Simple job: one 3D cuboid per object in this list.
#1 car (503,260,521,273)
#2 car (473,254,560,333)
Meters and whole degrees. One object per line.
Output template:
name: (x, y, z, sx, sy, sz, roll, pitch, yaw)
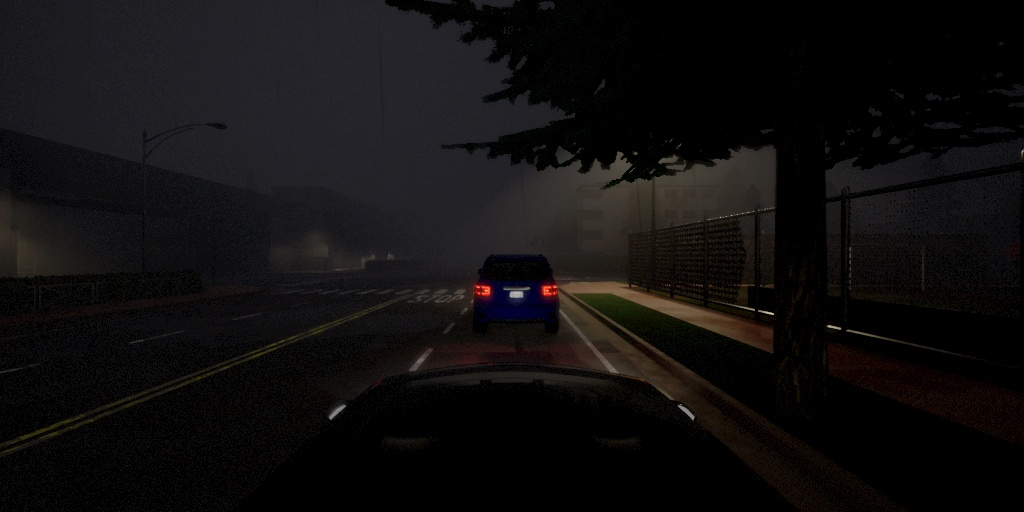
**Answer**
car: (0.013, 1.241, 45.716, 2.128, 1.511, 4.902, 0, 0, 0)
car: (0.113, 0.972, 10.857, 2.150, 2.045, 5.566, 0, 0, 0)
